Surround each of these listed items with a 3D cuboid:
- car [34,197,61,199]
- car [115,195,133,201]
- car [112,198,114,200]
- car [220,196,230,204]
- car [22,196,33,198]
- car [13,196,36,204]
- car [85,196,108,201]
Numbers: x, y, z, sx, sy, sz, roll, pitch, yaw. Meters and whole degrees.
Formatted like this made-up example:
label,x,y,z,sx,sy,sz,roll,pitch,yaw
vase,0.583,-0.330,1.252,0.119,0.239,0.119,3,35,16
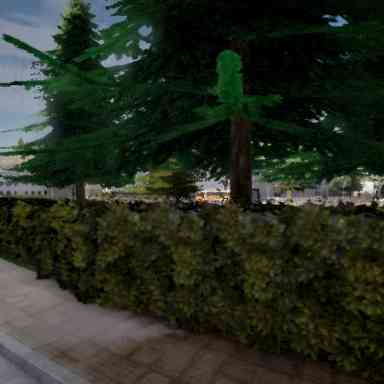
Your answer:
label,x,y,z,sx,sy,sz,roll,pitch,yaw
car,-27.254,1.853,62.666,3.633,1.501,1.845,0,0,-39
car,-11.186,1.787,60.127,3.806,1.475,1.970,0,0,-39
car,-17.122,1.624,79.060,3.866,1.878,1.905,0,0,-39
car,7.037,1.458,53.028,5.566,2.045,2.150,0,-1,-39
car,-33.444,1.919,70.511,4.514,1.523,2.007,0,0,-39
car,-40.645,1.825,80.701,4.605,1.855,1.932,0,0,-39
car,-25.089,1.813,89.070,5.027,1.636,2.152,0,0,-39
